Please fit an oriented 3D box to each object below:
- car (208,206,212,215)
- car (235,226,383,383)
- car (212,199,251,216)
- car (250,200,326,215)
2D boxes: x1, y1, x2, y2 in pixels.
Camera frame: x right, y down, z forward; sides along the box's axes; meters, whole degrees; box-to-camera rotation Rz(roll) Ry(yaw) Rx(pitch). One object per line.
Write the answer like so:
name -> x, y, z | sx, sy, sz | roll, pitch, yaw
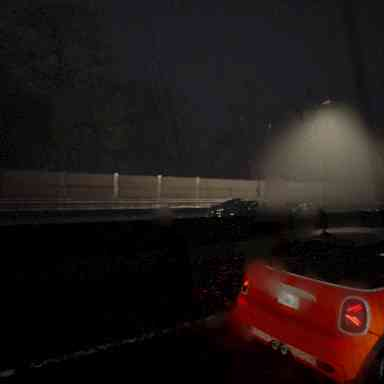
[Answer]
car -> 3.578, 1.321, 27.231 | 4.892, 1.490, 1.837 | 1, 1, -35
car -> 2.915, 1.351, 5.248 | 4.553, 1.767, 2.097 | 1, 1, -35
car -> 4.109, 1.365, 23.343 | 4.892, 1.490, 1.837 | 1, 1, -35
car -> 6.316, 1.418, 20.614 | 4.902, 1.511, 2.128 | 1, 1, -35
